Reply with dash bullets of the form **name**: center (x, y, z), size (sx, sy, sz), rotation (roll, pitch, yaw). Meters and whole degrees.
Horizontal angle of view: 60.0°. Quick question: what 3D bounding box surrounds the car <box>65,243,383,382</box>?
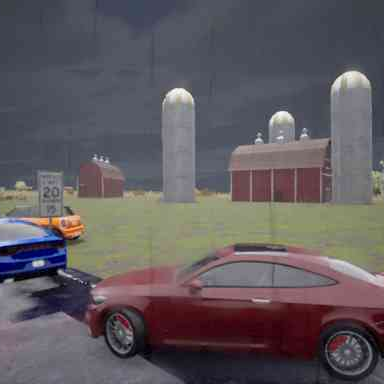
- **car**: center (0.749, 1.533, 5.046), size (4.674, 1.442, 1.812), rotation (0, 0, 11)

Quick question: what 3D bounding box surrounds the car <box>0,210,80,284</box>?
- **car**: center (-5.362, 1.480, 9.217), size (5.008, 1.535, 1.882), rotation (0, 0, 41)

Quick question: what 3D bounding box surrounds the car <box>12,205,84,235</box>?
- **car**: center (-7.308, 1.369, 14.859), size (4.553, 1.767, 2.097), rotation (0, 0, 6)
